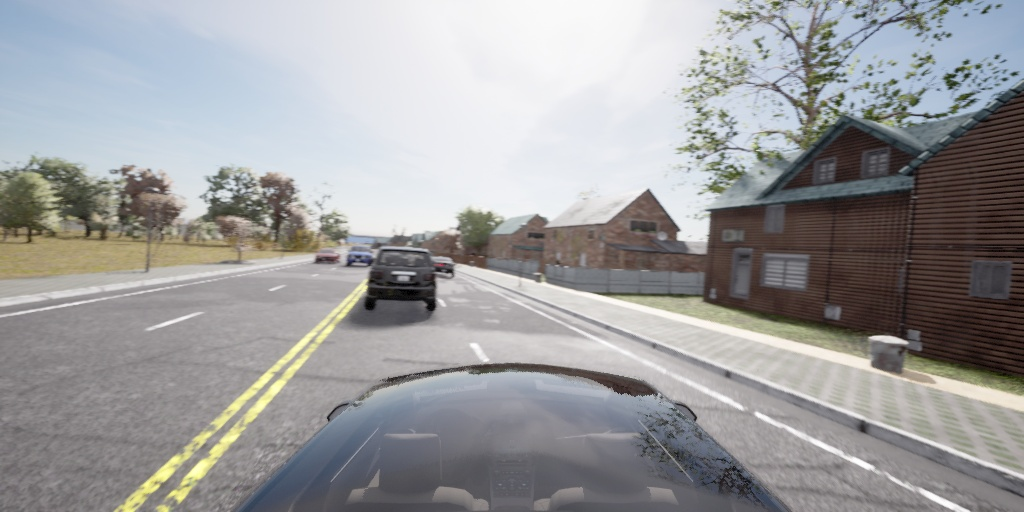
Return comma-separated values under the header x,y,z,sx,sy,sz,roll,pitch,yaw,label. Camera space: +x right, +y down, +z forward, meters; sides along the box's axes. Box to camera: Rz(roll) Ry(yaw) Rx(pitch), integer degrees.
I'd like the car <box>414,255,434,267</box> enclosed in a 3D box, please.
x,y,z,sx,sy,sz,roll,pitch,yaw,label
-10.926,0.581,44.125,1.895,1.301,4.718,3,0,-19,car

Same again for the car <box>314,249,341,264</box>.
x,y,z,sx,sy,sz,roll,pitch,yaw,label
-18.821,-0.015,36.758,1.882,1.535,5.008,3,0,-19,car

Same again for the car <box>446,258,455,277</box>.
x,y,z,sx,sy,sz,roll,pitch,yaw,label
-5.830,0.831,29.241,1.837,1.490,4.892,4,0,-18,car

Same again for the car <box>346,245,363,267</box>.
x,y,z,sx,sy,sz,roll,pitch,yaw,label
-14.819,-0.023,35.126,2.150,2.045,5.566,4,0,-19,car

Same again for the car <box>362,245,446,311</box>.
x,y,z,sx,sy,sz,roll,pitch,yaw,label
-3.990,0.696,13.083,2.150,2.045,5.566,4,0,-17,car
